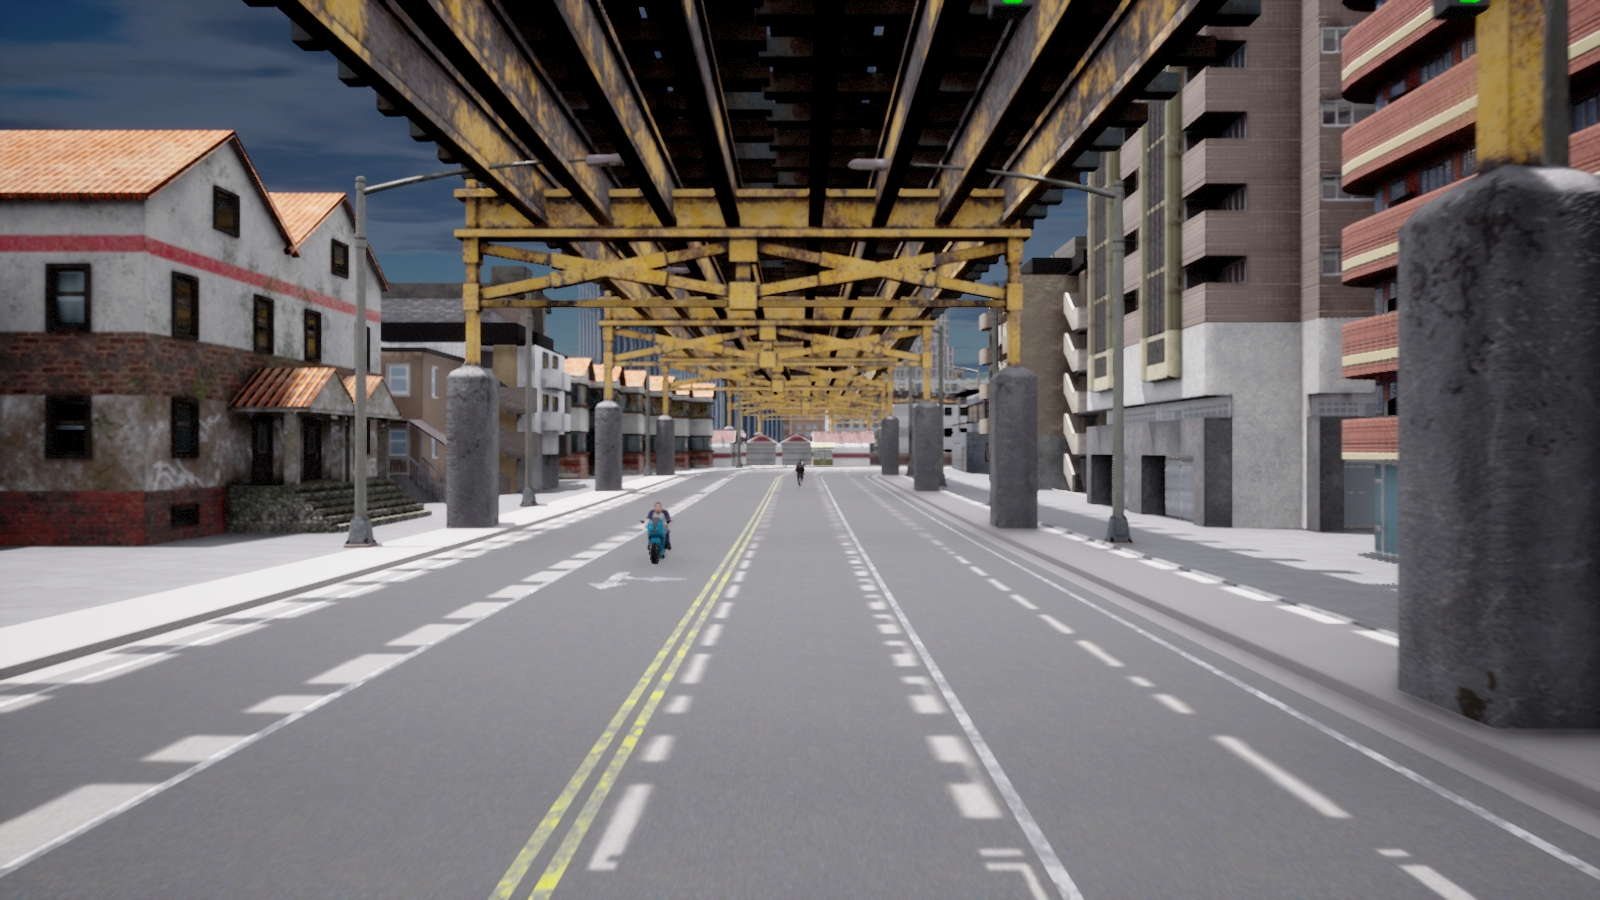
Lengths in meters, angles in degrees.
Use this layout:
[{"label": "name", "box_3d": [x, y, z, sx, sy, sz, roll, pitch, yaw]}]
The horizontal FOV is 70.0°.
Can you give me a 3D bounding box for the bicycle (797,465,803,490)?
[{"label": "bicycle", "box_3d": [-0.007, 1.695, 70.911, 0.329, 1.496, 1.835, 0, 1, 0]}]
